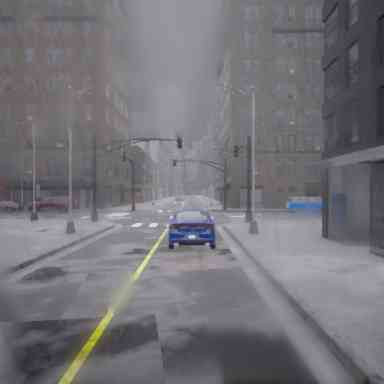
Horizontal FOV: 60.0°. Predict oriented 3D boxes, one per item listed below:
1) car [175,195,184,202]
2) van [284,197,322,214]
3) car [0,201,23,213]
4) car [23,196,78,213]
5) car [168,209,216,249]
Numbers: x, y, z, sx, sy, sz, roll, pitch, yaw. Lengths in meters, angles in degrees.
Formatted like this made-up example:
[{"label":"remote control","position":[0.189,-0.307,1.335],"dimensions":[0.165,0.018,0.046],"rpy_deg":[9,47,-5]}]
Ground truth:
[{"label":"car","position":[-3.000,1.425,78.628],"dimensions":[2.097,1.767,4.553],"rpy_deg":[0,0,0]},{"label":"van","position":[12.054,1.376,35.639],"dimensions":[3.998,1.788,1.690],"rpy_deg":[0,0,0]},{"label":"car","position":[-20.416,1.589,35.853],"dimensions":[4.206,1.307,1.802],"rpy_deg":[0,0,0]},{"label":"car","position":[-14.893,1.327,35.817],"dimensions":[5.009,1.841,2.192],"rpy_deg":[0,0,0]},{"label":"car","position":[-0.001,1.489,14.651],"dimensions":[1.882,1.535,5.008],"rpy_deg":[0,0,0]}]
